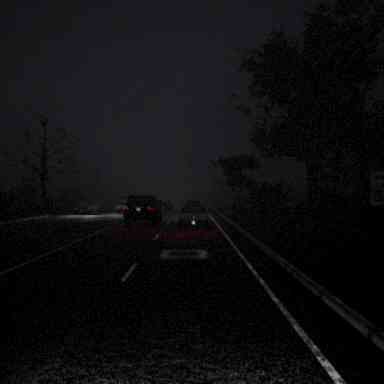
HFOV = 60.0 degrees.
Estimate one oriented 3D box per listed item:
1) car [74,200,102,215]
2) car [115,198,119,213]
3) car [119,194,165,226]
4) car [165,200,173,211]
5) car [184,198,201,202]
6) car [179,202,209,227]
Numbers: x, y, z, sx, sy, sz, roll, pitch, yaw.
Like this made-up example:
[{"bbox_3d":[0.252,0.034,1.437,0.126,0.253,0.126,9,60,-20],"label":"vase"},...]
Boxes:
[{"bbox_3d":[-10.572,1.537,34.156,1.812,1.442,4.674,0,0,0],"label":"car"},{"bbox_3d":[-7.045,1.235,37.242,2.150,2.045,5.566,0,0,0],"label":"car"},{"bbox_3d":[-3.405,1.226,23.794,2.150,2.045,5.566,0,-1,0],"label":"car"},{"bbox_3d":[-3.408,1.617,41.473,1.895,1.301,4.718,0,0,0],"label":"car"},{"bbox_3d":[0.092,1.519,40.795,1.837,1.490,4.892,0,0,0],"label":"car"},{"bbox_3d":[0.095,1.609,22.768,1.895,1.301,4.718,0,0,0],"label":"car"}]
